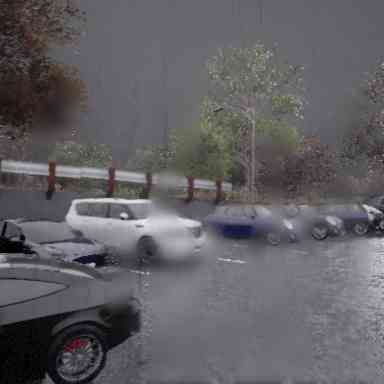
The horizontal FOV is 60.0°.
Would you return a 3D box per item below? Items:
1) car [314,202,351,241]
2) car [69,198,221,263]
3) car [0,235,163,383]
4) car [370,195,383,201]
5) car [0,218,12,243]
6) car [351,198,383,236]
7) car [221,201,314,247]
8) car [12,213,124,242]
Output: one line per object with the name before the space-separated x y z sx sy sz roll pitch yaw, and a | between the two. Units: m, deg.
car | 5.226 1.355 16.785 4.553 1.767 2.185 -1 -1 34
car | -2.106 1.233 11.486 5.566 2.045 2.435 -1 -1 34
car | -2.853 1.526 3.800 4.674 1.442 1.812 0 0 -35
car | 12.603 1.226 22.039 5.566 2.045 2.435 -1 0 35
car | -7.077 1.236 8.007 5.566 2.045 2.435 -1 -1 34
car | 7.734 1.353 18.500 4.553 1.767 2.185 -1 0 34
car | 2.765 1.357 15.022 4.553 1.767 2.185 -1 -1 35
car | -4.563 1.515 9.725 4.792 1.488 2.163 -1 -1 34
